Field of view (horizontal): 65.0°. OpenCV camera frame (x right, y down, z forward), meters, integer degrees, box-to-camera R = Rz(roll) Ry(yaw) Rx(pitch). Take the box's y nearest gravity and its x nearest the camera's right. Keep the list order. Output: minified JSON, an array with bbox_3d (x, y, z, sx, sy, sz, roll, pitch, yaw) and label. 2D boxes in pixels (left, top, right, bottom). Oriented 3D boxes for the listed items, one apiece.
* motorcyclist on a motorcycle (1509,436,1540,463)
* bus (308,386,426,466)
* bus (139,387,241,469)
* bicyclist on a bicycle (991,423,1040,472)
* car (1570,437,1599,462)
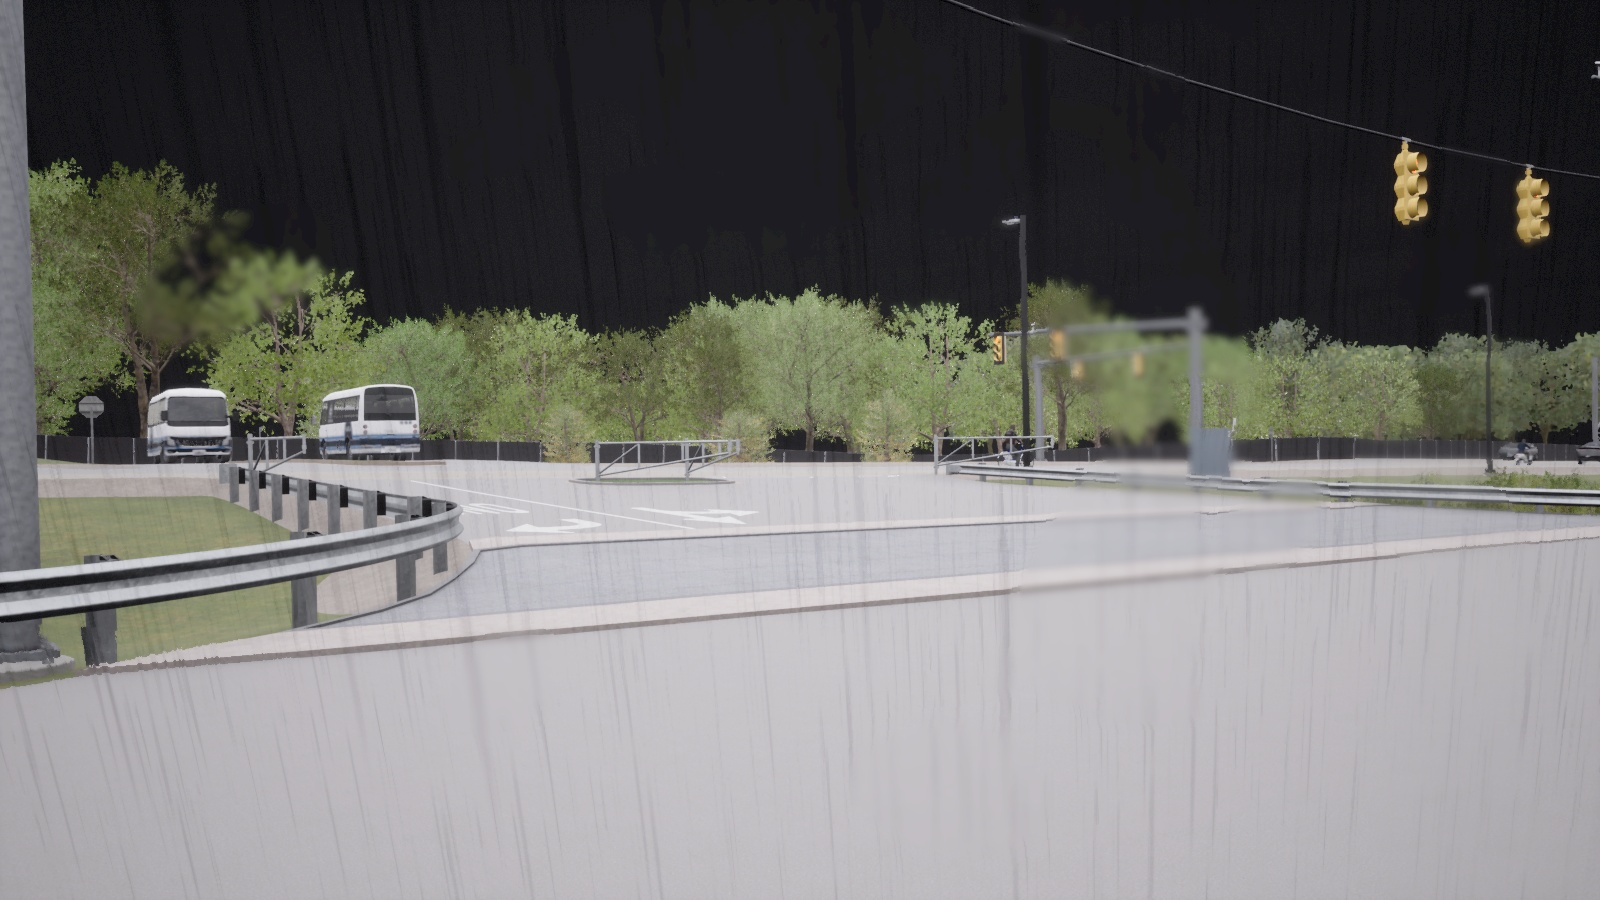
[{"bbox_3d":[42.893,-0.034,74.371,1.817,1.590,0.866,0,0,-34],"label":"motorcyclist on a motorcycle"},{"bbox_3d":[-25.140,-1.283,72.472,3.944,4.253,10.273,-2,0,-33],"label":"bus"},{"bbox_3d":[-34.759,-1.125,71.288,3.944,4.253,10.273,-1,0,-33],"label":"bus"},{"bbox_3d":[8.009,-0.103,46.571,1.843,1.776,0.659,0,0,-34],"label":"bicyclist on a bicycle"},{"bbox_3d":[51.478,-0.038,80.173,4.902,1.511,2.128,0,0,-34],"label":"car"}]
